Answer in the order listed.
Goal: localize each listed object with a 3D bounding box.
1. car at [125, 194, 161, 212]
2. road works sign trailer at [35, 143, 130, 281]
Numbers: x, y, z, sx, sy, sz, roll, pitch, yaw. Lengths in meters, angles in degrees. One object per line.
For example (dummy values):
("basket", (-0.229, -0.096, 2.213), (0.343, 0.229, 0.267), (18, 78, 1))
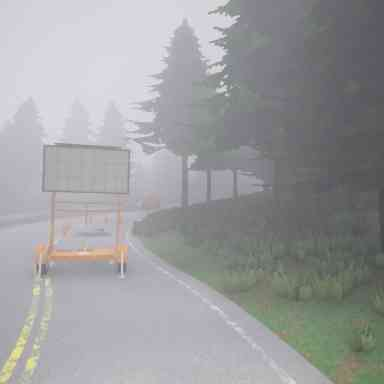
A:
("car", (-5.229, 1.151, 35.923), (2.097, 1.767, 4.553), (-2, 0, 26))
("road works sign trailer", (-3.093, 0.424, 9.792), (2.380, 3.560, 2.880), (2, 0, -15))
